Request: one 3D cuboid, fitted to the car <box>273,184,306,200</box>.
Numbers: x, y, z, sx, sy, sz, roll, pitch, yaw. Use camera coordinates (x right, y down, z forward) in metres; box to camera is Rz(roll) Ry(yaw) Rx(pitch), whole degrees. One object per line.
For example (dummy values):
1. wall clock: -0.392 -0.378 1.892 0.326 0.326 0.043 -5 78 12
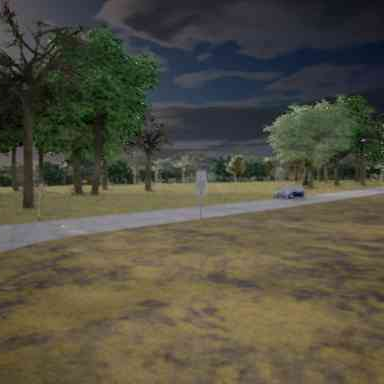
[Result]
1. car: 11.413 -0.021 38.857 2.097 1.767 4.553 1 3 44
